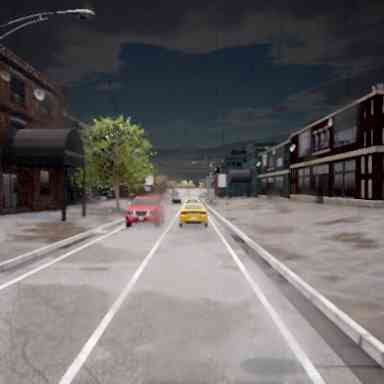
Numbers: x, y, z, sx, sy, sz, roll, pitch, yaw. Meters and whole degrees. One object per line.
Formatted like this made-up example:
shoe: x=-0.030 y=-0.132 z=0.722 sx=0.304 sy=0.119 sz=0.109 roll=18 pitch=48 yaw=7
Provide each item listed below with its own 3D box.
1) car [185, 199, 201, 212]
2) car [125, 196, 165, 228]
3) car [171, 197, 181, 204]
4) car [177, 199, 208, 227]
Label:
car: x=0.098 y=1.677 z=41.930 sx=1.994 sy=1.385 sz=4.181 roll=0 pitch=0 yaw=0
car: x=-3.098 y=1.271 z=23.012 sx=2.150 sy=2.045 sz=5.566 roll=0 pitch=0 yaw=0
car: x=-3.005 y=1.649 z=65.114 sx=1.895 sy=1.301 sz=4.718 roll=0 pitch=0 yaw=0
car: x=0.100 y=1.529 z=23.459 sx=1.882 sy=1.535 sz=5.008 roll=0 pitch=0 yaw=0
